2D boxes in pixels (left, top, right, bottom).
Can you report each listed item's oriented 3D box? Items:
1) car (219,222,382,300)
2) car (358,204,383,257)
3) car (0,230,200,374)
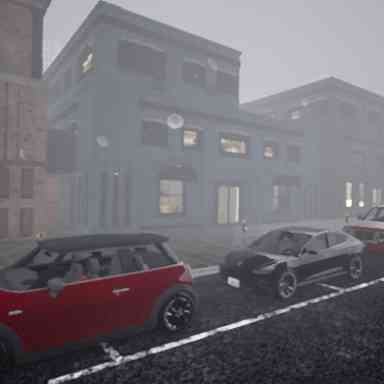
[{"bbox_3d":[2.681,1.581,8.455,4.313,1.339,1.947,0,1,-35],"label":"car"},{"bbox_3d":[7.314,1.343,11.753,5.009,1.841,2.192,0,1,-35],"label":"car"},{"bbox_3d":[-1.948,1.443,5.153,4.097,1.590,1.967,0,1,-35],"label":"car"}]
